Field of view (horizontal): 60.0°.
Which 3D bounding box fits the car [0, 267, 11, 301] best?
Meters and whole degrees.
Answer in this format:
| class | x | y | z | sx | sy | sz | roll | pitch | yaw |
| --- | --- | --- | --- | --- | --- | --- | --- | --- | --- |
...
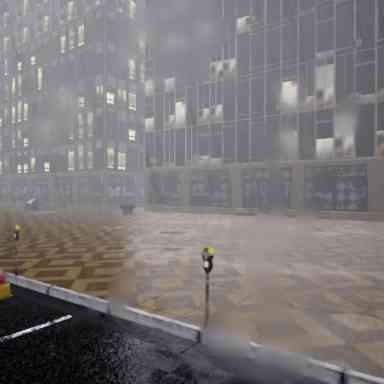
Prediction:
| class | x | y | z | sx | sy | sz | roll | pitch | yaw |
| --- | --- | --- | --- | --- | --- | --- | --- | --- | --- |
| car | -5.585 | 1.525 | 6.825 | 4.829 | 1.417 | 1.752 | 0 | 0 | 35 |
